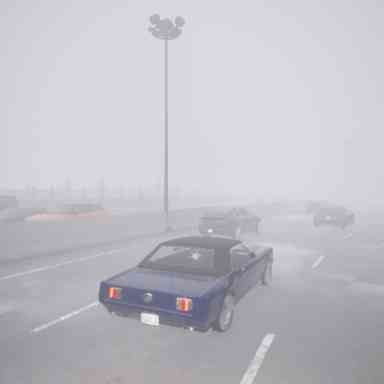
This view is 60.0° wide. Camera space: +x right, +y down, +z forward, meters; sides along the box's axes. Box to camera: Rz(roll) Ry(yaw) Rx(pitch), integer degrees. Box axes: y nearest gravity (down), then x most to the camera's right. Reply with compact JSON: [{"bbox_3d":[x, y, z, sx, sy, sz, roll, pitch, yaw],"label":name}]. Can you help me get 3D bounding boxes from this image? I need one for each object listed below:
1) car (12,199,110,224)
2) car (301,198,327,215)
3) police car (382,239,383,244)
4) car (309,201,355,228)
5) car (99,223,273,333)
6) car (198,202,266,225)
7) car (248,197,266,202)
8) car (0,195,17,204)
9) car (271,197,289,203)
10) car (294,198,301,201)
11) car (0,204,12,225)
[{"bbox_3d":[-6.332,1.352,17.136,2.097,1.767,4.553,0,0,30],"label":"car"},{"bbox_3d":[12.686,1.503,33.034,1.837,1.490,4.892,0,0,34],"label":"car"},{"bbox_3d":[5.143,1.425,6.827,1.930,1.638,5.238,0,0,27],"label":"police car"},{"bbox_3d":[9.565,1.563,22.235,1.994,1.385,4.181,0,0,34],"label":"car"},{"bbox_3d":[0.346,1.601,6.942,1.895,1.301,4.718,0,0,26],"label":"car"},{"bbox_3d":[2.110,1.504,17.248,1.837,1.490,4.892,0,0,32],"label":"car"},{"bbox_3d":[10.870,1.525,55.443,1.812,1.442,4.674,0,0,35],"label":"car"},{"bbox_3d":[-12.967,1.221,19.653,2.150,2.045,5.566,0,0,29],"label":"car"},{"bbox_3d":[14.377,1.563,54.364,1.994,1.385,4.181,0,0,35],"label":"car"},{"bbox_3d":[17.274,1.563,52.404,1.994,1.385,4.181,0,0,35],"label":"car"},{"bbox_3d":[-9.517,1.547,18.717,2.033,1.411,5.357,0,0,29],"label":"car"}]
